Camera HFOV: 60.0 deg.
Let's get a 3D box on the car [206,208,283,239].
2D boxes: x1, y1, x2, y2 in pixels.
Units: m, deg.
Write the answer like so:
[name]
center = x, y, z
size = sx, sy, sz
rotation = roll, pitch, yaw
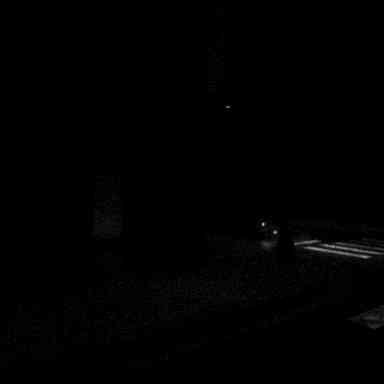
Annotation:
[car]
center = 2.518, 1.519, 16.972
size = 1.895, 1.301, 4.718
rotation = 0, 0, -36
